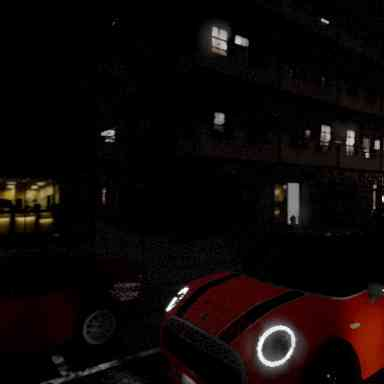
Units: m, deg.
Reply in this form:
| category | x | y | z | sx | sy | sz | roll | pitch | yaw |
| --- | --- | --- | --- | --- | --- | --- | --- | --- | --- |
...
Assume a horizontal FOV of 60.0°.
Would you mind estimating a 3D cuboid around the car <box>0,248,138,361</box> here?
| category | x | y | z | sx | sy | sz | roll | pitch | yaw |
| --- | --- | --- | --- | --- | --- | --- | --- | --- | --- |
| car | -2.844 | 1.548 | 4.682 | 4.507 | 1.381 | 1.887 | 0 | 0 | -36 |

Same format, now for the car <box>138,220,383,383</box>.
| category | x | y | z | sx | sy | sz | roll | pitch | yaw |
| --- | --- | --- | --- | --- | --- | --- | --- | --- | --- |
| car | 1.807 | 1.353 | 4.668 | 4.553 | 1.767 | 2.097 | 0 | 0 | -36 |
